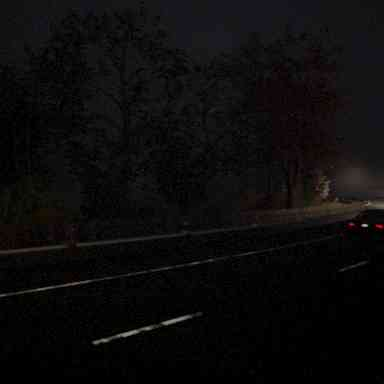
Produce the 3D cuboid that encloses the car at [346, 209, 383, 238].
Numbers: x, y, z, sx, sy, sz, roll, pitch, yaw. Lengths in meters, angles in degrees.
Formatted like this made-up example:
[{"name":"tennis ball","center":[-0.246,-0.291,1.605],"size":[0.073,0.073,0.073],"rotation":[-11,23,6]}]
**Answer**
[{"name":"car","center":[9.680,1.584,17.055],"size":[2.033,1.411,5.357],"rotation":[0,0,44]}]
